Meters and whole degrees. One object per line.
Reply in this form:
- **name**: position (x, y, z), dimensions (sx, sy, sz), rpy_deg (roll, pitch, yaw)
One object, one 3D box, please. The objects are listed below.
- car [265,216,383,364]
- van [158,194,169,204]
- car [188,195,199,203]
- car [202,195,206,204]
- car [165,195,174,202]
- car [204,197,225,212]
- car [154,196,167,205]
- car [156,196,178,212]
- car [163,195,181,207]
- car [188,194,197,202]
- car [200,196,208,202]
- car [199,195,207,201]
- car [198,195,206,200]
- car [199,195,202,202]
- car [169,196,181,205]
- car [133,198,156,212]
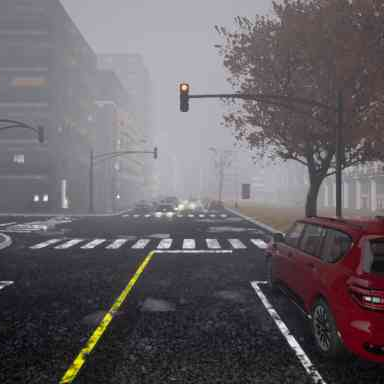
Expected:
- **car**: position (2.699, 1.315, 5.843), dimensions (2.192, 1.841, 5.009), rpy_deg (0, 0, 0)
- **van**: position (-5.608, 1.384, 65.906), dimensions (1.690, 1.788, 3.998), rpy_deg (0, 0, 0)
- **car**: position (0.184, 1.648, 69.261), dimensions (1.895, 1.301, 4.718), rpy_deg (0, 0, 0)
- **car**: position (2.752, 1.548, 49.467), dimensions (1.752, 1.417, 4.829), rpy_deg (0, 0, 0)
- **car**: position (-5.587, 1.507, 82.504), dimensions (1.967, 1.590, 4.097), rpy_deg (0, 0, 0)
- **car**: position (2.738, 1.557, 38.231), dimensions (1.887, 1.381, 4.507), rpy_deg (0, 0, 0)
- **car**: position (-5.614, 1.476, 60.373), dimensions (1.967, 1.590, 4.097), rpy_deg (0, 0, 0)
- **car**: position (-3.050, 1.561, 39.534), dimensions (2.033, 1.411, 5.357), rpy_deg (0, 0, 0)
- **car**: position (-3.034, 1.375, 49.648), dimensions (2.097, 1.767, 4.553), rpy_deg (0, 0, 0)
- **car**: position (0.100, 1.417, 79.328), dimensions (2.097, 1.767, 4.553), rpy_deg (0, 0, 0)
- **car**: position (2.786, 1.584, 77.130), dimensions (1.752, 1.417, 4.829), rpy_deg (0, 0, 0)
- **car**: position (2.800, 1.621, 88.026), dimensions (1.887, 1.381, 4.507), rpy_deg (0, 0, 0)
- **car**: position (2.807, 1.638, 93.558), dimensions (2.008, 1.369, 4.403), rpy_deg (0, 0, 0)
- **car**: position (2.773, 1.625, 65.894), dimensions (1.802, 1.307, 4.206), rpy_deg (0, 0, 0)
- **car**: position (-2.993, 1.514, 60.901), dimensions (1.882, 1.535, 5.008), rpy_deg (0, 0, 0)
- **car**: position (-5.642, 1.563, 38.242), dimensions (2.008, 1.369, 4.403), rpy_deg (0, 0, 0)
